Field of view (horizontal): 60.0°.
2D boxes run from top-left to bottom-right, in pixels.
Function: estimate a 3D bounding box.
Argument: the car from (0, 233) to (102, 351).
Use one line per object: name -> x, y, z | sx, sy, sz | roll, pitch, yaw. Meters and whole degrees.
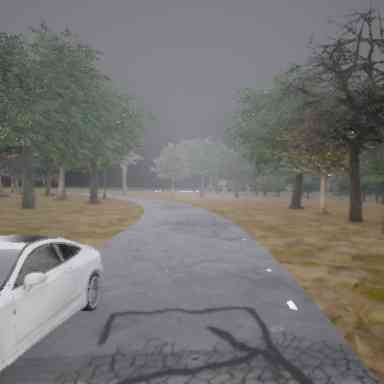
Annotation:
car -> -2.736, 1.382, 4.676 | 1.812, 1.442, 4.674 | 0, 0, 6
